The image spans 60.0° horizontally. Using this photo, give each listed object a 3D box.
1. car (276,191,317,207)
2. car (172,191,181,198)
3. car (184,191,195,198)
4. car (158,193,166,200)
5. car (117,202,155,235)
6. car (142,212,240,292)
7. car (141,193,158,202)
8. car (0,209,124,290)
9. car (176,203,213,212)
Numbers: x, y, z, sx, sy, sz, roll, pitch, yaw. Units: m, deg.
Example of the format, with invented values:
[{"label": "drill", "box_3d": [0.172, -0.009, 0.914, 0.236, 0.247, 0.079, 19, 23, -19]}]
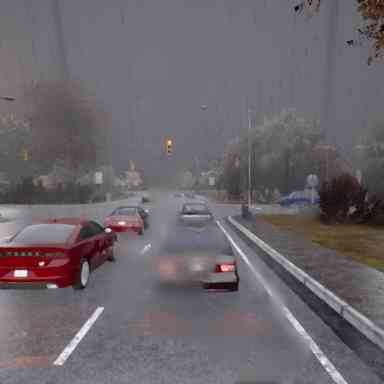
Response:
[{"label": "car", "box_3d": [13.813, 0.896, 43.245, 5.566, 2.045, 2.150, 0, 1, -4]}, {"label": "car", "box_3d": [-3.895, 0.787, 86.161, 1.895, 1.301, 4.718, 0, 1, -4]}, {"label": "car", "box_3d": [-0.394, 0.715, 86.243, 2.128, 1.511, 4.902, 0, 1, -4]}, {"label": "car", "box_3d": [-6.950, 0.916, 68.472, 1.882, 1.535, 5.008, 0, 1, 0]}, {"label": "car", "box_3d": [-3.379, 1.458, 18.047, 1.994, 1.385, 4.181, 0, 0, 0]}, {"label": "car", "box_3d": [0.110, 1.516, 8.984, 2.033, 1.411, 5.357, 0, 0, 0]}, {"label": "car", "box_3d": [-6.965, 1.064, 53.305, 1.882, 1.535, 5.008, 0, 1, -2]}, {"label": "car", "box_3d": [-3.388, 1.445, 9.060, 1.882, 1.535, 5.008, 0, 0, 0]}, {"label": "car", "box_3d": [0.150, 1.380, 18.676, 2.128, 1.511, 4.902, 0, 0, -1]}]
